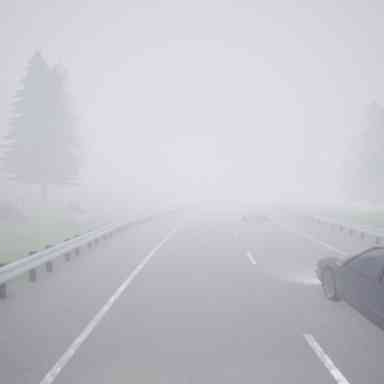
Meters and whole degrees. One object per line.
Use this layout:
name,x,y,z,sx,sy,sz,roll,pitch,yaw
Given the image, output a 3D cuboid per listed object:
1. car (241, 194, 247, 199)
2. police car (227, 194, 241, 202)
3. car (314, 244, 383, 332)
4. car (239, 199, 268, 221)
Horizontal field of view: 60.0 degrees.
car,11.962,1.493,84.366,1.812,1.442,4.674,0,0,17
police car,9.183,1.393,74.901,1.930,1.638,5.238,0,0,15
car,3.690,1.550,5.233,2.033,1.411,5.357,0,0,1
car,4.994,1.517,26.675,1.812,1.442,4.674,0,0,5
